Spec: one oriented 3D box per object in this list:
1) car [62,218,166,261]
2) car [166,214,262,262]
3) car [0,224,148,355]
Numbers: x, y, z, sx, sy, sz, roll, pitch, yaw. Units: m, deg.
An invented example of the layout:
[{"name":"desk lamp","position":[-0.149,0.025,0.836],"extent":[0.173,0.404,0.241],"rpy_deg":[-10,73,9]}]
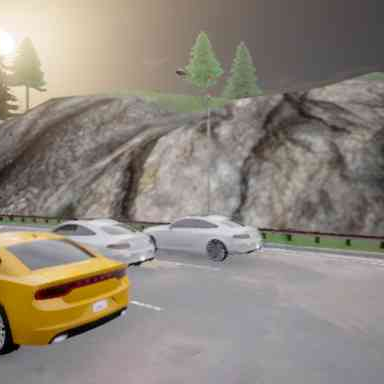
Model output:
[{"name":"car","position":[-3.276,1.533,10.165],"extent":[4.674,1.442,1.812],"rpy_deg":[0,0,32]},{"name":"car","position":[0.188,1.538,12.099],"extent":[4.674,1.442,1.812],"rpy_deg":[0,0,33]},{"name":"car","position":[-3.390,1.481,6.135],"extent":[5.008,1.535,1.882],"rpy_deg":[0,0,33]}]
